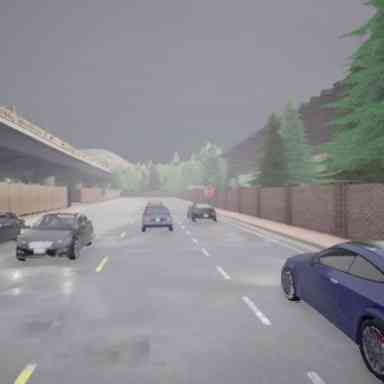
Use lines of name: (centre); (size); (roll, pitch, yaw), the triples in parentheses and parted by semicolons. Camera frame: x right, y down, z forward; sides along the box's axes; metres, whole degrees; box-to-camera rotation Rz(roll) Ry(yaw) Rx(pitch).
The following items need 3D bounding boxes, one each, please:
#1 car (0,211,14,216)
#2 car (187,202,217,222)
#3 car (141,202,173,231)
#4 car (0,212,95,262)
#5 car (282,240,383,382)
car: (-8.633, 1.586, 14.050); (1.837, 1.490, 4.892); (-1, 0, -7)
car: (0.730, 1.504, 25.964); (1.812, 1.442, 4.674); (-1, 0, -7)
car: (-2.155, 1.559, 20.569); (2.033, 1.411, 5.357); (-1, 0, -7)
car: (-4.934, 1.536, 12.576); (2.128, 1.511, 4.902); (-1, 0, -7)
car: (2.973, 1.492, 5.310); (1.812, 1.442, 4.674); (-1, 0, -4)
